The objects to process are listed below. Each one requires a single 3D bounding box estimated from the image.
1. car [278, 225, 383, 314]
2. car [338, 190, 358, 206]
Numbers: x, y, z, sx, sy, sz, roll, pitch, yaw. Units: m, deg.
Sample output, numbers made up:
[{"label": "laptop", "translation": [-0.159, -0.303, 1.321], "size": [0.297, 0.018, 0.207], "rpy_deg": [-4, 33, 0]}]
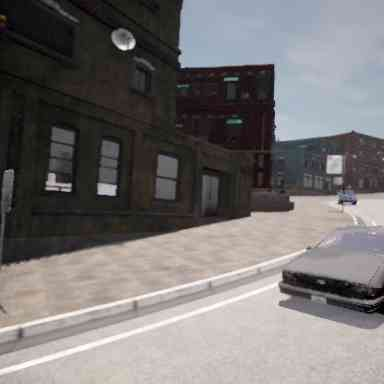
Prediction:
[{"label": "car", "translation": [4.149, 1.532, 7.869], "size": [2.033, 1.411, 5.357], "rpy_deg": [0, 1, 45]}, {"label": "car", "translation": [21.590, 0.742, 46.244], "size": [2.150, 2.045, 5.566], "rpy_deg": [2, 1, 21]}]
